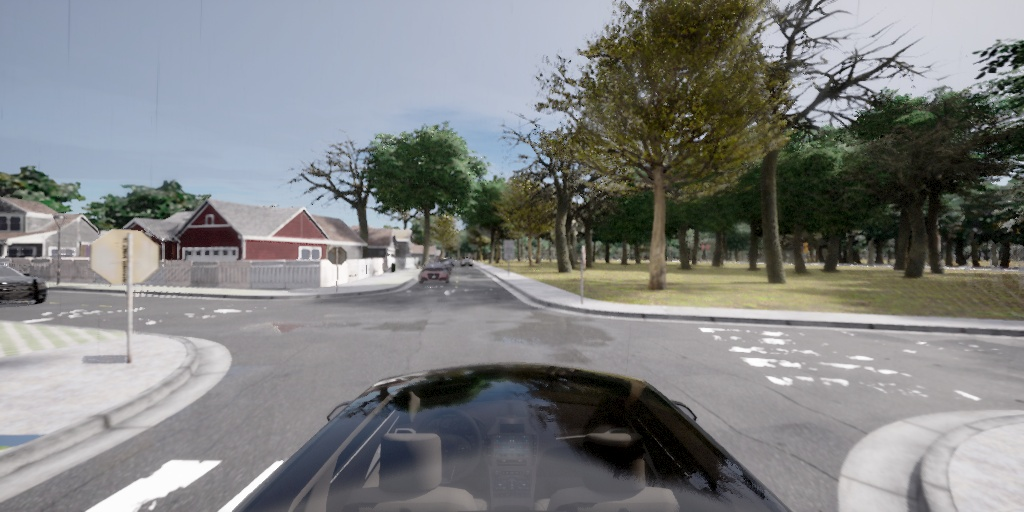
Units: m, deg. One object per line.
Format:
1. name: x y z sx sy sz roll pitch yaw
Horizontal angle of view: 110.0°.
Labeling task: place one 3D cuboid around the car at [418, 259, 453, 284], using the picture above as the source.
1. car: -5.396 1.159 25.390 1.994 1.385 4.181 0 0 -8

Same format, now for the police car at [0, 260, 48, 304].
1. police car: -19.428 0.969 13.033 5.238 1.638 1.930 0 0 16

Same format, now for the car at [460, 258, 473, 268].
1. car: -7.148 1.141 56.663 1.895 1.301 4.718 0 0 -8

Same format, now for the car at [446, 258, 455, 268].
1. car: -7.253 1.072 38.021 1.812 1.442 4.674 0 0 -9
